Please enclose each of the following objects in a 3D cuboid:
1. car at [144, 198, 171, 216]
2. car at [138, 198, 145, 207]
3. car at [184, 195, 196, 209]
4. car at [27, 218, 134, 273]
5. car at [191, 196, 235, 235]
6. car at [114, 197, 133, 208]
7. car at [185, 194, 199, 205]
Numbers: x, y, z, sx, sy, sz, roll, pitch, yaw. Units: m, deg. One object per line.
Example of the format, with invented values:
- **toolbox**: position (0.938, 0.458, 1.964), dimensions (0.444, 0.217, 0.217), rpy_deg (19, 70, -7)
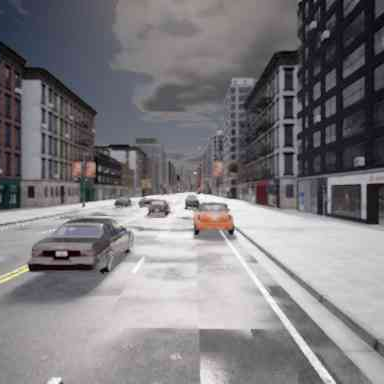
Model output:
- **car**: position (-3.155, 1.475, 32.298), dimensions (1.812, 1.442, 4.674), rpy_deg (0, 0, 0)
- **car**: position (-6.590, 1.520, 48.176), dimensions (1.895, 1.301, 4.718), rpy_deg (0, 0, 0)
- **car**: position (0.032, 1.434, 43.254), dimensions (1.837, 1.490, 4.892), rpy_deg (0, 0, 1)
- **car**: position (-3.151, 1.535, 10.543), dimensions (2.033, 1.411, 5.357), rpy_deg (0, 0, 0)
- **car**: position (1.133, 1.325, 18.885), dimensions (2.097, 1.767, 4.553), rpy_deg (0, 0, 0)
- **car**: position (-9.842, 1.467, 48.036), dimensions (2.033, 1.411, 5.357), rpy_deg (0, 0, 0)
- **car**: position (-0.010, 1.258, 55.231), dimensions (2.097, 1.767, 4.553), rpy_deg (0, 0, 0)
